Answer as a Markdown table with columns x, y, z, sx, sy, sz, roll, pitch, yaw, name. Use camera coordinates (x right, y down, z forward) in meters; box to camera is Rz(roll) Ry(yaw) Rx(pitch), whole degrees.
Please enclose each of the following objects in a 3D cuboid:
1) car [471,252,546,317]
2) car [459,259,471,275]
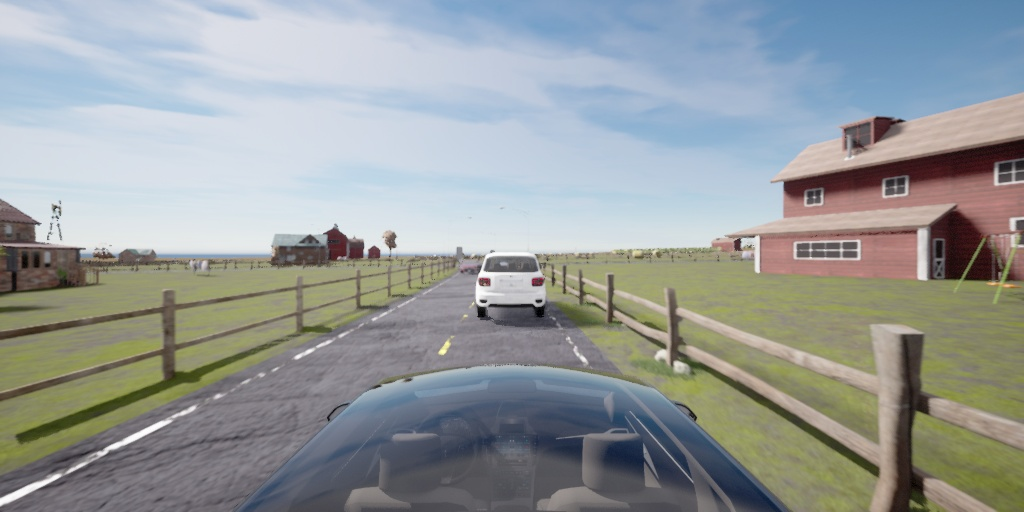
| x | y | z | sx | sy | sz | roll | pitch | yaw | name |
| --- | --- | --- | --- | --- | --- | --- | --- | --- | --- |
| -0.082 | 0.896 | 12.972 | 2.150 | 2.045 | 5.566 | 0 | 0 | -1 | car |
| -4.081 | 1.068 | 35.217 | 1.812 | 1.442 | 4.674 | 0 | 0 | -4 | car |
